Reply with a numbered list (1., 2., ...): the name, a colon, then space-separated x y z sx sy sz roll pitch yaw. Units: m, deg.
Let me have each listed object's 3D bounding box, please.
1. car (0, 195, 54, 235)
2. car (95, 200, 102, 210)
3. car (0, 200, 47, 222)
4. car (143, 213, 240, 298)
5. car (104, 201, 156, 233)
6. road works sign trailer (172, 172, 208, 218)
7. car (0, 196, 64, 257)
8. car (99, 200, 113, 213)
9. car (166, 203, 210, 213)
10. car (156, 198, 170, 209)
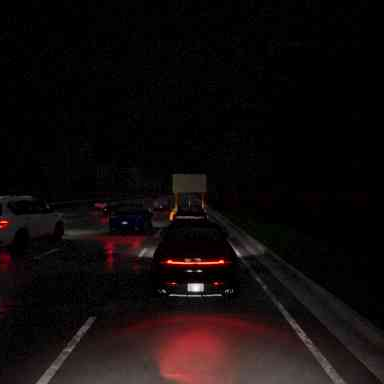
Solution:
1. car: -10.537 1.221 20.066 2.150 2.045 5.566 0 0 0
2. car: -10.717 1.600 41.976 1.895 1.301 4.718 0 0 0
3. car: -14.101 1.507 27.867 1.837 1.490 4.892 0 0 0
4. car: 0.052 1.505 8.525 1.837 1.490 4.892 0 0 0
5. car: -3.534 1.478 19.805 1.882 1.535 5.008 0 0 0
6. road works sign trailer: -0.174 0.464 22.782 2.380 3.560 2.880 0 0 -3
7. car: -6.979 1.219 13.095 2.150 2.045 5.566 0 0 0
8. car: -7.136 1.601 32.070 1.895 1.301 4.718 0 0 0
9. car: -0.052 1.488 18.912 2.128 1.511 4.902 0 0 1
10. car: -3.715 1.526 41.372 1.812 1.442 4.674 0 0 -1
